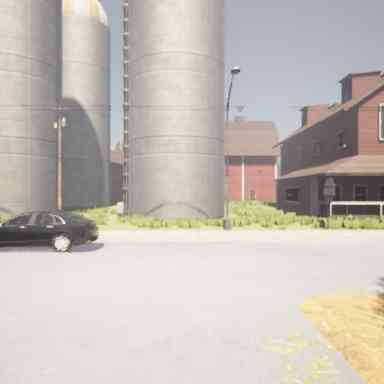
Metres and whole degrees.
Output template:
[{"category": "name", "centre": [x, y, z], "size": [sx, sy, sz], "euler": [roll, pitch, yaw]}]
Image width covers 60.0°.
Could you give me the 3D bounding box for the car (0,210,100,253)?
[{"category": "car", "centre": [-6.157, 1.499, 13.087], "size": [4.892, 1.490, 1.837], "euler": [0, 0, 0]}]
